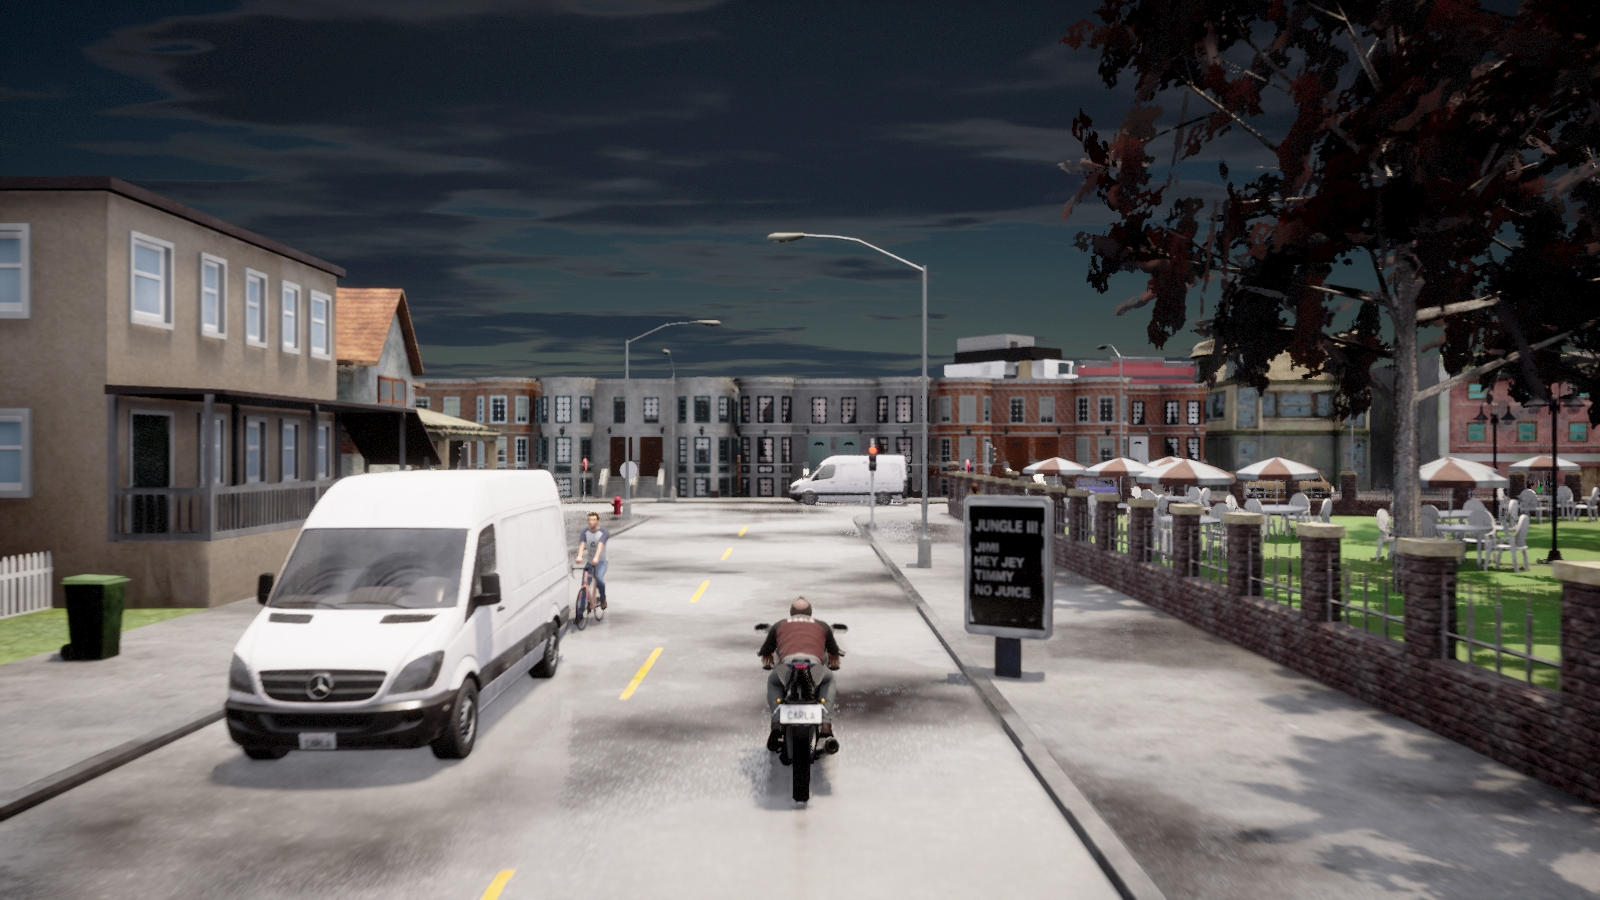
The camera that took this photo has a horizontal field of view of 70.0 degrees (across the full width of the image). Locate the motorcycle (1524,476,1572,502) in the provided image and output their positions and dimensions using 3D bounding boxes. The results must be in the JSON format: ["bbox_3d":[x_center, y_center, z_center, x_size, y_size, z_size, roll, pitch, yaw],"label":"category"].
[{"bbox_3d":[37.499,1.954,57.283,1.805,1.236,0.856,0,0,3],"label":"motorcycle"}]

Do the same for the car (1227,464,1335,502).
[{"bbox_3d":[24.066,1.637,57.298,4.605,1.855,1.932,0,0,1],"label":"car"}]

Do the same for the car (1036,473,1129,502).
[{"bbox_3d":[14.140,1.890,57.385,4.181,1.385,1.994,0,0,0],"label":"car"}]

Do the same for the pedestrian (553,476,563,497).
[{"bbox_3d":[-12.625,1.896,59.630,0.500,1.100,0.500,0,0,-10],"label":"pedestrian"}]

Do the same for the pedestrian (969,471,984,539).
[{"bbox_3d":[4.894,1.520,31.739,0.375,1.860,0.375,0,0,2],"label":"pedestrian"}]

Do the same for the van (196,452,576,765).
[{"bbox_3d":[-3.991,1.312,12.377,1.988,2.561,5.915,0,0,0],"label":"van"}]

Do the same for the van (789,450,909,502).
[{"bbox_3d":[2.408,1.306,57.401,5.915,2.561,1.988,0,0,0],"label":"van"}]
